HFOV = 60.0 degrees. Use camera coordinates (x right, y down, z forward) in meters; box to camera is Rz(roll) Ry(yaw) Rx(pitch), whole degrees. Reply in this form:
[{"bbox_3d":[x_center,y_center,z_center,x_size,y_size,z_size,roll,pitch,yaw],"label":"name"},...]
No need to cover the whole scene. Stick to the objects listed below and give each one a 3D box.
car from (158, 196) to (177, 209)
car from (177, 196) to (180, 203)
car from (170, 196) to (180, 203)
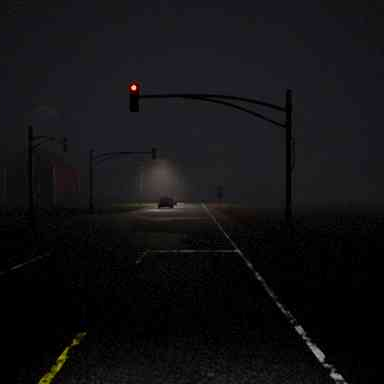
[{"bbox_3d":[-3.511,1.441,45.226,1.882,1.535,5.008,0,0,0],"label":"car"},{"bbox_3d":[-3.484,1.475,55.089,1.812,1.442,4.674,0,0,1],"label":"car"},{"bbox_3d":[-3.397,1.528,67.665,1.895,1.301,4.718,0,0,0],"label":"car"}]
